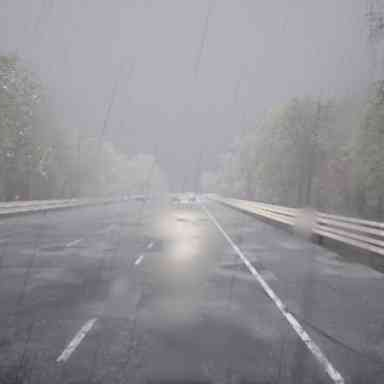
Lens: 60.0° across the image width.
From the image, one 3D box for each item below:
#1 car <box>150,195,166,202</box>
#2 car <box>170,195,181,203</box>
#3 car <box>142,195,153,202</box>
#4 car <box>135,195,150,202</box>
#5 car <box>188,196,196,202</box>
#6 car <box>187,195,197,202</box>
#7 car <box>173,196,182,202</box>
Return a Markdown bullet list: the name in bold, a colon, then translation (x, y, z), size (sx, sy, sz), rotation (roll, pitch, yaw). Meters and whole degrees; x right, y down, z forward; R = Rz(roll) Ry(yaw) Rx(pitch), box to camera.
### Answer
- **car**: translation (-6.971, 1.399, 68.592), size (1.994, 1.385, 4.181), rotation (0, 0, 0)
- **car**: translation (-3.470, 1.386, 68.173), size (2.128, 1.511, 4.902), rotation (0, 0, 0)
- **car**: translation (-10.466, 1.446, 78.604), size (1.837, 1.490, 4.892), rotation (0, 0, 0)
- **car**: translation (-10.470, 1.324, 68.177), size (1.882, 1.535, 5.008), rotation (0, 0, 0)
- **car**: translation (0.034, 1.541, 78.630), size (1.895, 1.301, 4.718), rotation (0, 0, 0)
- **car**: translation (0.029, 1.401, 68.172), size (2.033, 1.411, 5.357), rotation (0, 0, 0)
- **car**: translation (-3.466, 1.541, 78.631), size (1.895, 1.301, 4.718), rotation (0, 0, 0)
